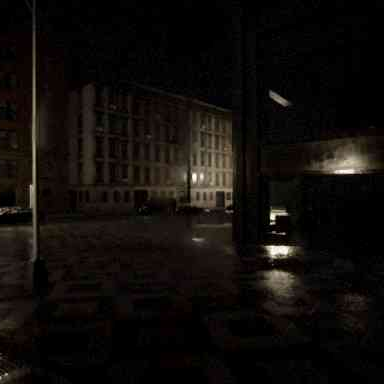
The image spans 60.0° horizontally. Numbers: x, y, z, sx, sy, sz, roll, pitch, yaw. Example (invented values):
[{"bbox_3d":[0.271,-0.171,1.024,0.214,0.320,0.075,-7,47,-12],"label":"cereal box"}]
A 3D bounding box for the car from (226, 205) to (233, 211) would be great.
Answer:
[{"bbox_3d":[7.804,2.333,53.838,2.033,1.411,5.357,-1,-1,43],"label":"car"}]

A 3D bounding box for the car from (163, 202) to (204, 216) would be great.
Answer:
[{"bbox_3d":[-0.750,2.166,39.854,1.895,1.301,4.718,-1,-1,43],"label":"car"}]

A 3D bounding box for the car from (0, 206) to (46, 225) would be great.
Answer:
[{"bbox_3d":[-13.848,1.878,25.579,2.128,1.511,4.902,-1,-1,42],"label":"car"}]

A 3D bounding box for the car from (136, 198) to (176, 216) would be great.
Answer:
[{"bbox_3d":[-4.205,1.799,40.903,2.150,2.045,5.566,-1,-1,43],"label":"car"}]
